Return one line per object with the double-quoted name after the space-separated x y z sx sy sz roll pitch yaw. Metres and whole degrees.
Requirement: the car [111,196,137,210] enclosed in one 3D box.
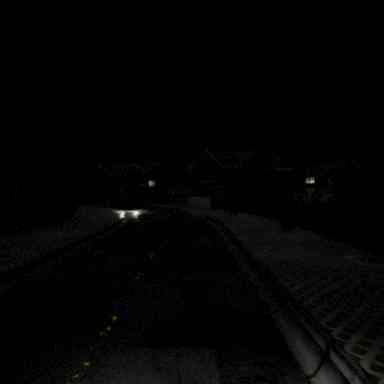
-7.902 1.202 38.154 1.882 1.535 5.008 0 0 -29 "car"
